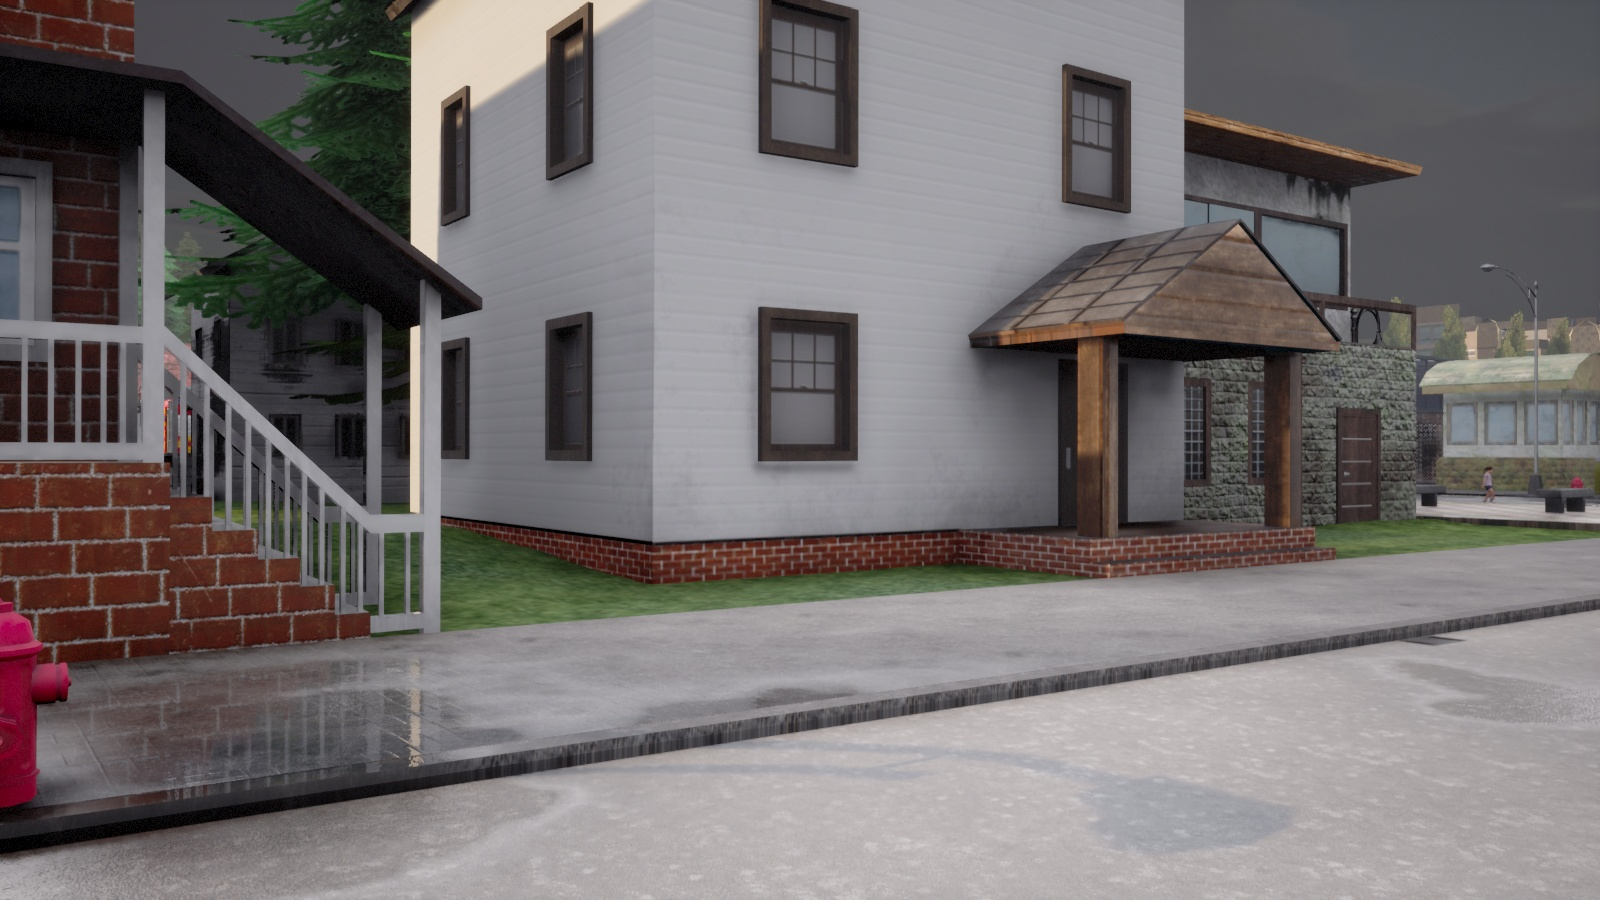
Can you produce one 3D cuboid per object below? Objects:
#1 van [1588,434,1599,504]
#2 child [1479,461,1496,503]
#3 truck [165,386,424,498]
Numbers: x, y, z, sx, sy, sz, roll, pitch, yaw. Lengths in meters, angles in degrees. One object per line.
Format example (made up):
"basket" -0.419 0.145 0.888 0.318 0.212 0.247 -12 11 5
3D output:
"van" 24.306 0.528 34.225 1.775 1.987 4.442 0 0 -35
"child" 18.695 0.869 34.145 0.394 1.110 0.255 0 0 35
"truck" -18.604 -0.267 46.530 8.468 3.827 2.891 0 0 -35
